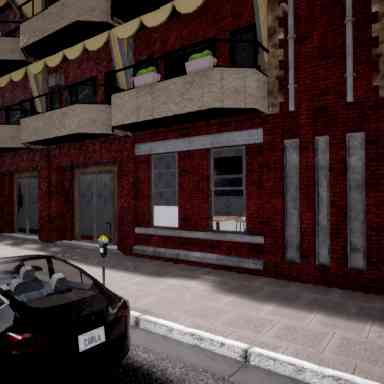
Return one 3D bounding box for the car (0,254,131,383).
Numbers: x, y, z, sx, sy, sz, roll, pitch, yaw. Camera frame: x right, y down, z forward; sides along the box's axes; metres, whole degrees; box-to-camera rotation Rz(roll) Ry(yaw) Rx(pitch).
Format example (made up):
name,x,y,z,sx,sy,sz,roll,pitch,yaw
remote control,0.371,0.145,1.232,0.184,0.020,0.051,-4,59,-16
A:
name,x,y,z,sx,sy,sz,roll,pitch,yaw
car,-2.735,1.567,4.679,4.313,1.339,1.947,0,-1,35
